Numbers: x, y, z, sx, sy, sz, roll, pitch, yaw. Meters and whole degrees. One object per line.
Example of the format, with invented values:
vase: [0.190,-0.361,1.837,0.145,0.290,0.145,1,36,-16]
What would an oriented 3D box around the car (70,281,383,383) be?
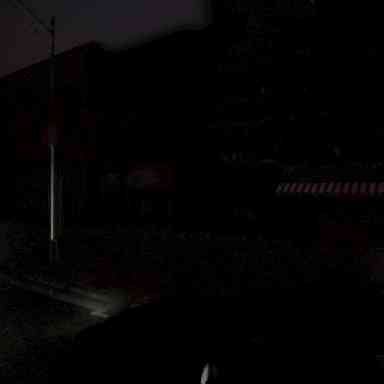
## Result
car: [1.141,1.478,2.466,5.008,1.535,1.882,0,0,35]
